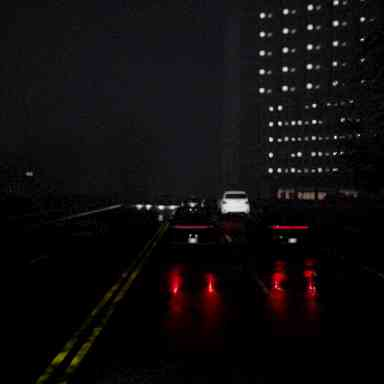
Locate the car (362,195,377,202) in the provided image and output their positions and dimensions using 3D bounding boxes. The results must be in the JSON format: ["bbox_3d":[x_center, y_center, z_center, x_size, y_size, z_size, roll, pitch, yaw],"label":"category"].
[{"bbox_3d":[31.061,1.112,57.035,4.403,1.369,2.008,1,2,20],"label":"car"}]

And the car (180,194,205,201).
[{"bbox_3d":[0.051,1.037,28.161,2.097,1.767,4.553,0,1,0],"label":"car"}]

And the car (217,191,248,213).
[{"bbox_3d":[3.292,0.920,27.176,2.150,2.045,5.566,0,1,0],"label":"car"}]

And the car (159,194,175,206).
[{"bbox_3d":[-3.288,1.043,44.391,1.812,1.442,4.674,0,0,1],"label":"car"}]

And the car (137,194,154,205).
[{"bbox_3d":[-6.506,1.037,47.190,2.033,1.411,5.357,0,1,1],"label":"car"}]

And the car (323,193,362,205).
[{"bbox_3d":[23.025,1.092,51.582,5.009,1.841,2.192,1,2,20],"label":"car"}]

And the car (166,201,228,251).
[{"bbox_3d":[0.049,1.340,13.267,2.128,1.511,4.902,0,1,1],"label":"car"}]

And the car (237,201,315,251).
[{"bbox_3d":[3.299,1.340,13.259,2.128,1.511,4.902,0,1,1],"label":"car"}]
